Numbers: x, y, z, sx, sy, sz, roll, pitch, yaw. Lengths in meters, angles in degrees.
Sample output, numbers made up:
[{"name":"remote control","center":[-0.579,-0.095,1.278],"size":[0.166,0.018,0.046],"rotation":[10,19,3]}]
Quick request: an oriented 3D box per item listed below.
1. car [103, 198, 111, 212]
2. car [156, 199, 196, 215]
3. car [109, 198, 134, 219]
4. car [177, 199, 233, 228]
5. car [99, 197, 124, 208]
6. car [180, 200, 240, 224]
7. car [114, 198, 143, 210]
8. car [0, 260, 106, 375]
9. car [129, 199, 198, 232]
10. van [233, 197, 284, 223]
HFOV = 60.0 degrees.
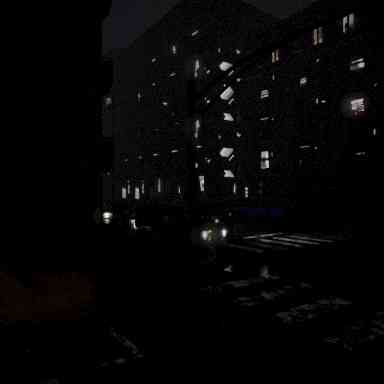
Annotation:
[{"name":"car","center":[-11.337,1.439,37.608],"size":[1.882,1.535,5.008],"rotation":[-1,0,-36]},{"name":"car","center":[-1.761,1.450,34.235],"size":[1.752,1.417,4.829],"rotation":[0,0,-36]},{"name":"car","center":[-5.350,1.533,29.308],"size":[1.994,1.385,4.181],"rotation":[-1,0,-37]},{"name":"car","center":[0.043,1.473,21.859],"size":[2.128,1.511,4.902],"rotation":[-1,0,-36]},{"name":"car","center":[-11.616,1.463,47.858],"size":[1.887,1.381,4.507],"rotation":[-1,0,-36]},{"name":"car","center":[1.262,1.432,25.614],"size":[1.882,1.535,5.008],"rotation":[-1,0,-36]},{"name":"car","center":[-8.298,1.463,43.271],"size":[1.887,1.381,4.507],"rotation":[-1,0,-36]},{"name":"car","center":[-3.559,1.525,4.030],"size":[4.829,1.417,1.752],"rotation":[0,0,-35]},{"name":"car","center":[-1.826,1.441,20.026],"size":[1.967,1.590,4.097],"rotation":[0,0,-36]},{"name":"van","center":[4.975,1.281,24.922],"size":[1.690,1.788,3.998],"rotation":[0,0,-36]}]
